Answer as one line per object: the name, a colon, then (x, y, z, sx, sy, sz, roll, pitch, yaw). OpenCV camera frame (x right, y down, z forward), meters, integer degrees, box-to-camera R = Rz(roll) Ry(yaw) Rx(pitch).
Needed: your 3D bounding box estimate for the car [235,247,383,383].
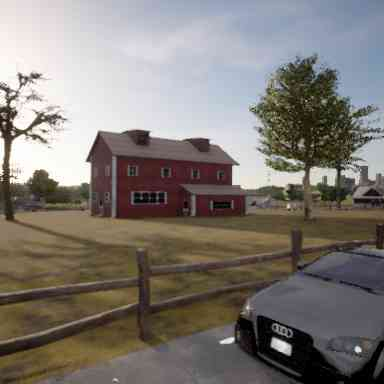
car: (2.639, 1.578, 4.951, 4.181, 1.385, 1.994, 0, 0, -35)
